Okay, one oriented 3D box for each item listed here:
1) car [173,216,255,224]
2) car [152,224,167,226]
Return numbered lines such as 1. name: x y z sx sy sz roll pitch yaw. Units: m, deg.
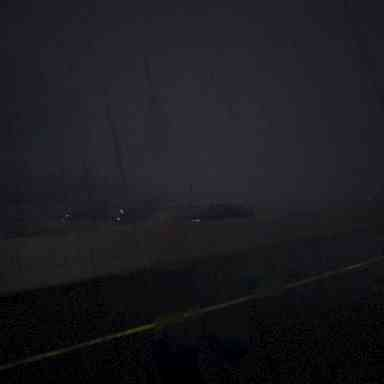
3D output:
1. car: 1.449 1.408 18.489 4.902 1.511 2.128 -1 0 -39
2. car: -0.622 1.447 21.378 4.674 1.442 1.812 0 0 -39
